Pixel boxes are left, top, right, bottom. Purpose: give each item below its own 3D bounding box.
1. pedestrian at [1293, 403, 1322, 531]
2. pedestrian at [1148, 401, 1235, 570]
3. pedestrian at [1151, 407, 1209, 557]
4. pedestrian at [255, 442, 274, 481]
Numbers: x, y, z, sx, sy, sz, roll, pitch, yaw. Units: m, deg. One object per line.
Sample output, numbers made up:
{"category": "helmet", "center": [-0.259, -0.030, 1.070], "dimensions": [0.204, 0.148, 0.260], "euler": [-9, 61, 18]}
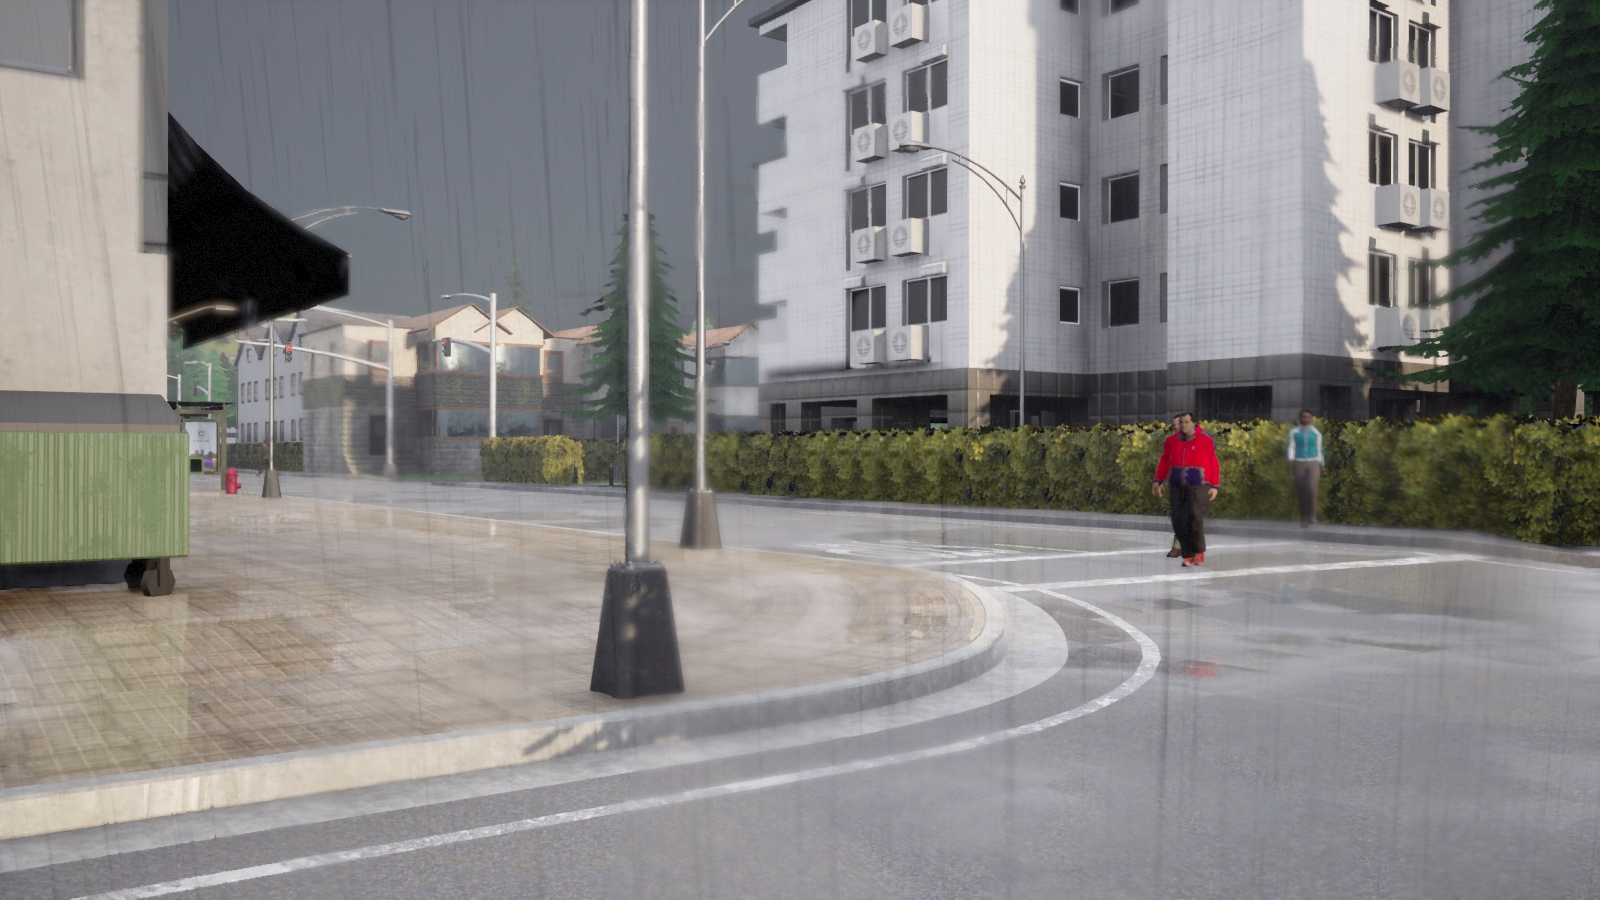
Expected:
{"category": "pedestrian", "center": [7.842, 0.256, 19.395], "dimensions": [0.396, 1.930, 0.692], "euler": [0, 0, 24]}
{"category": "pedestrian", "center": [4.465, 0.391, 14.307], "dimensions": [0.634, 1.844, 0.899], "euler": [0, 0, 41]}
{"category": "pedestrian", "center": [4.789, 0.394, 15.823], "dimensions": [0.402, 1.842, 0.726], "euler": [0, 0, 45]}
{"category": "pedestrian", "center": [-26.699, 0.575, 62.623], "dimensions": [0.423, 1.949, 0.788], "euler": [0, 0, 30]}
